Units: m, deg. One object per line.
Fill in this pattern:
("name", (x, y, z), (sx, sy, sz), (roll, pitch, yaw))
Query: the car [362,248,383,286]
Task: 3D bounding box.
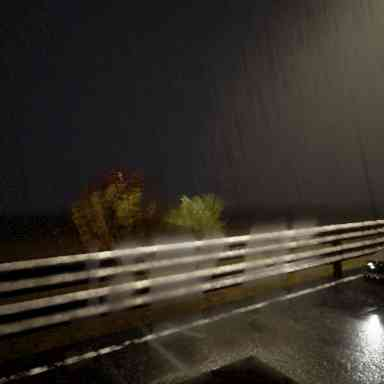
("car", (6.357, 1.477, 8.108), (5.357, 1.411, 2.033), (0, 0, -35))
